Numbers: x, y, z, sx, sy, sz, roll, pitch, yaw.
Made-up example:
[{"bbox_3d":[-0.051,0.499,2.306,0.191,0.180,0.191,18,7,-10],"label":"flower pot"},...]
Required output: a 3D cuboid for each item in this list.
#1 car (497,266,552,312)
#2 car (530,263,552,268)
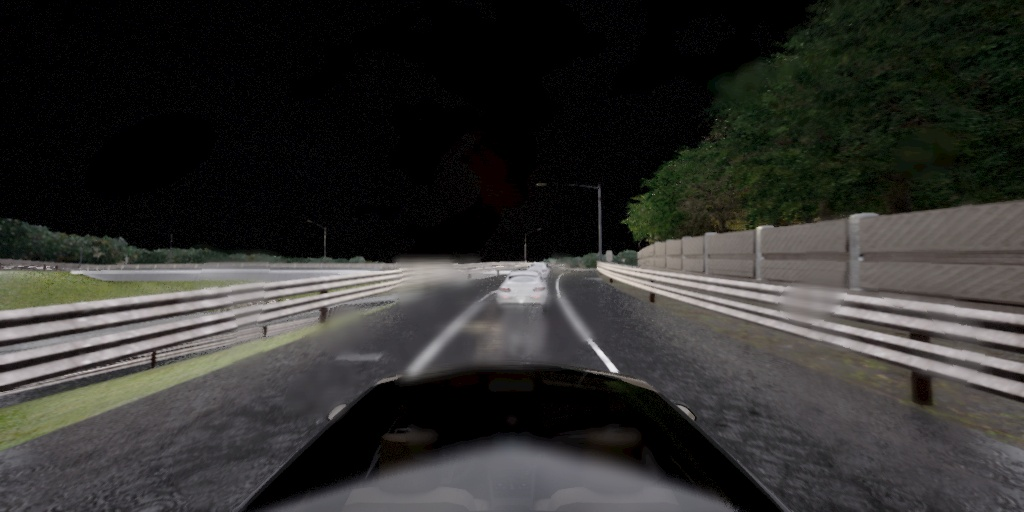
[{"bbox_3d":[0.506,1.271,14.077,1.812,1.442,4.674,0,0,4],"label":"car"},{"bbox_3d":[2.257,1.256,29.550,1.812,1.442,4.674,-1,0,10],"label":"car"}]
